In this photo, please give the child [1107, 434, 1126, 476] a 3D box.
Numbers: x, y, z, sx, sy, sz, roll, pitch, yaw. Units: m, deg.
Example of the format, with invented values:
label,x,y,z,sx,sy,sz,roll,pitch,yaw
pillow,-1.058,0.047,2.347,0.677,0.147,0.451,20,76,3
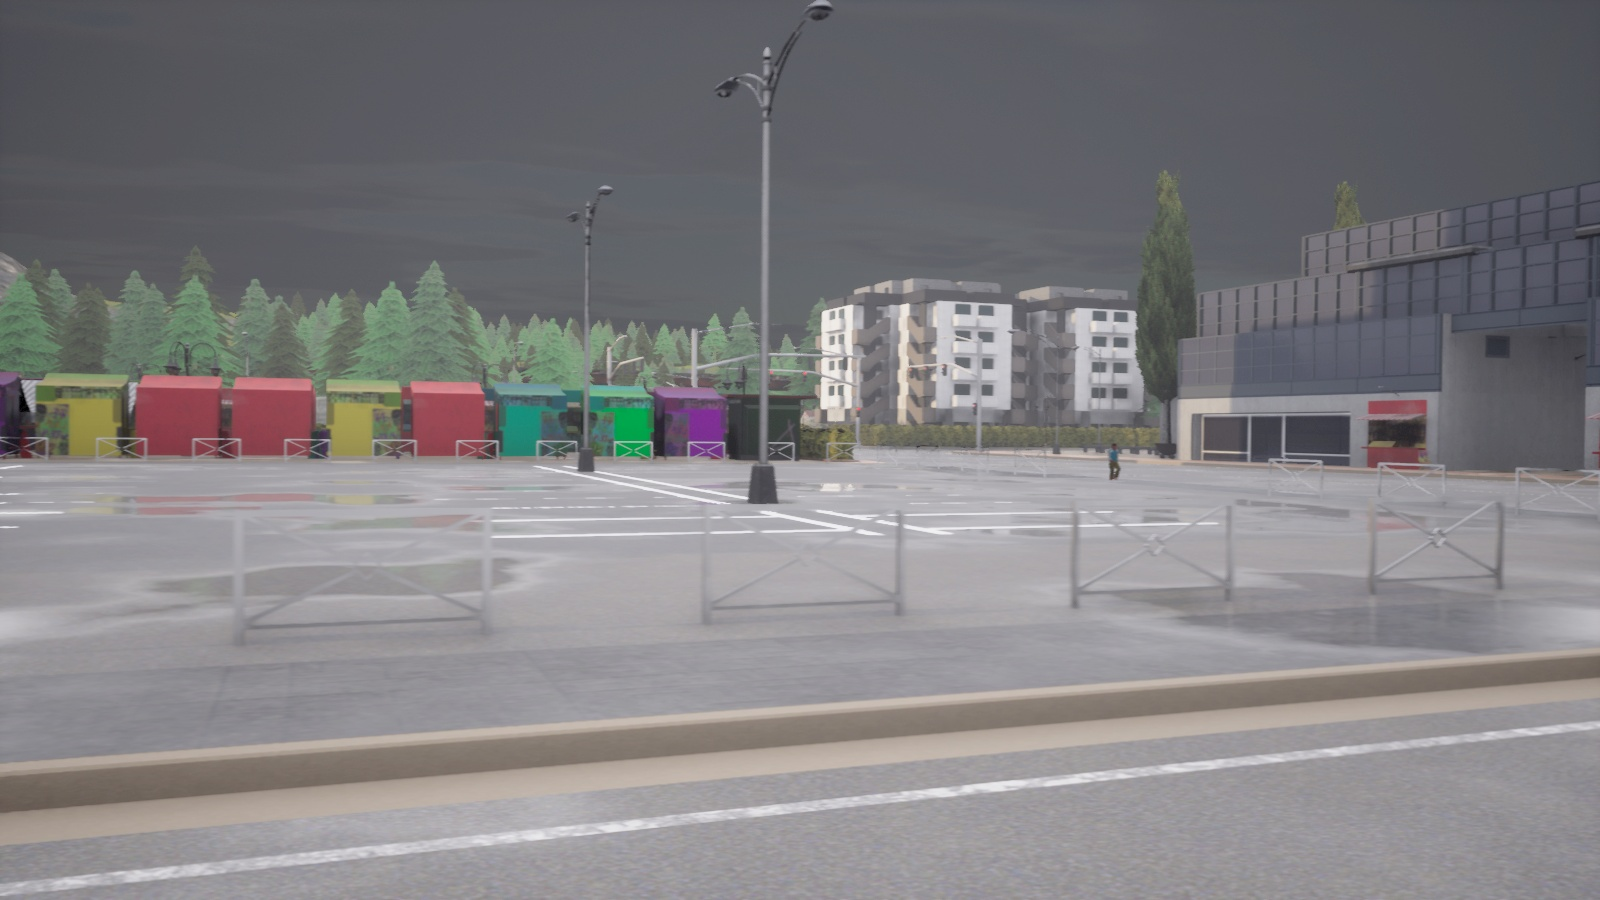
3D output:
label,x,y,z,sx,sy,sz,roll,pitch,yaw
child,9.254,0.139,36.687,0.343,1.192,0.448,-1,1,-19
